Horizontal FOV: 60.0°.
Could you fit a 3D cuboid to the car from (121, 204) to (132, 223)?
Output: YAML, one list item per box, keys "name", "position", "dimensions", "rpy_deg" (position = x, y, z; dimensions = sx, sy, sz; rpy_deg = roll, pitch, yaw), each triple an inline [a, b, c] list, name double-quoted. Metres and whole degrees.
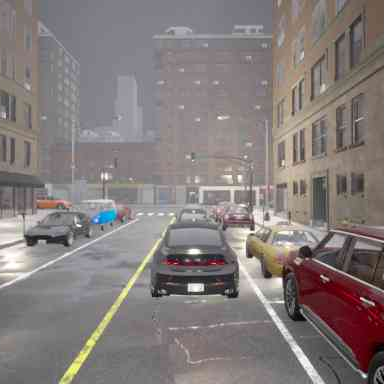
- name: "car"
  position: [-5.876, 1.581, 26.156]
  dimensions: [1.887, 1.381, 4.507]
  rpy_deg: [1, 0, 0]

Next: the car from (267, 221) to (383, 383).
- name: "car"
  position: [2.674, 1.319, 4.233]
  dimensions: [2.192, 1.841, 5.009]
  rpy_deg: [1, 0, 0]

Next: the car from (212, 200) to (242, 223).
- name: "car"
  position: [2.650, 1.476, 26.164]
  dimensions: [1.967, 1.590, 4.097]
  rpy_deg: [1, 0, 0]

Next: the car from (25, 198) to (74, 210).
- name: "car"
  position: [-18.023, 1.464, 42.301]
  dimensions: [5.357, 1.411, 2.033]
  rpy_deg: [0, -1, 0]

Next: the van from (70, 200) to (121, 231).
- name: "van"
  position: [-5.869, 1.368, 20.674]
  dimensions: [1.690, 1.788, 3.998]
  rpy_deg: [1, 0, 0]

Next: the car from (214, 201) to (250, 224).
- name: "car"
  position: [2.655, 1.467, 20.681]
  dimensions: [1.967, 1.590, 4.097]
  rpy_deg: [1, 0, 0]

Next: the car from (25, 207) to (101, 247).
- name: "car"
  position: [-5.865, 1.584, 15.191]
  dimensions: [1.947, 1.339, 4.313]
  rpy_deg: [1, 0, 0]

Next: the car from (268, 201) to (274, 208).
- name: "car"
  position: [13.411, 1.587, 48.839]
  dimensions: [4.553, 1.767, 2.097]
  rpy_deg: [0, -1, 0]

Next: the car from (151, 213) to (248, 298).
- name: "car"
  position: [0.040, 1.514, 8.547]
  dimensions: [1.837, 1.490, 4.892]
  rpy_deg: [0, 0, -1]

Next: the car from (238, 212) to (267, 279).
- name: "car"
  position: [2.666, 1.536, 9.886]
  dimensions: [1.752, 1.417, 4.829]
  rpy_deg: [1, 0, 0]

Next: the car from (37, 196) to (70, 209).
- name: "car"
  position: [-16.424, 1.243, 39.045]
  dimensions: [4.553, 1.767, 2.097]
  rpy_deg: [0, -1, 0]

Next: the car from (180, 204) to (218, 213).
- name: "car"
  position: [0.083, 1.546, 16.324]
  dimensions: [1.812, 1.442, 4.674]
  rpy_deg: [0, 0, 0]
